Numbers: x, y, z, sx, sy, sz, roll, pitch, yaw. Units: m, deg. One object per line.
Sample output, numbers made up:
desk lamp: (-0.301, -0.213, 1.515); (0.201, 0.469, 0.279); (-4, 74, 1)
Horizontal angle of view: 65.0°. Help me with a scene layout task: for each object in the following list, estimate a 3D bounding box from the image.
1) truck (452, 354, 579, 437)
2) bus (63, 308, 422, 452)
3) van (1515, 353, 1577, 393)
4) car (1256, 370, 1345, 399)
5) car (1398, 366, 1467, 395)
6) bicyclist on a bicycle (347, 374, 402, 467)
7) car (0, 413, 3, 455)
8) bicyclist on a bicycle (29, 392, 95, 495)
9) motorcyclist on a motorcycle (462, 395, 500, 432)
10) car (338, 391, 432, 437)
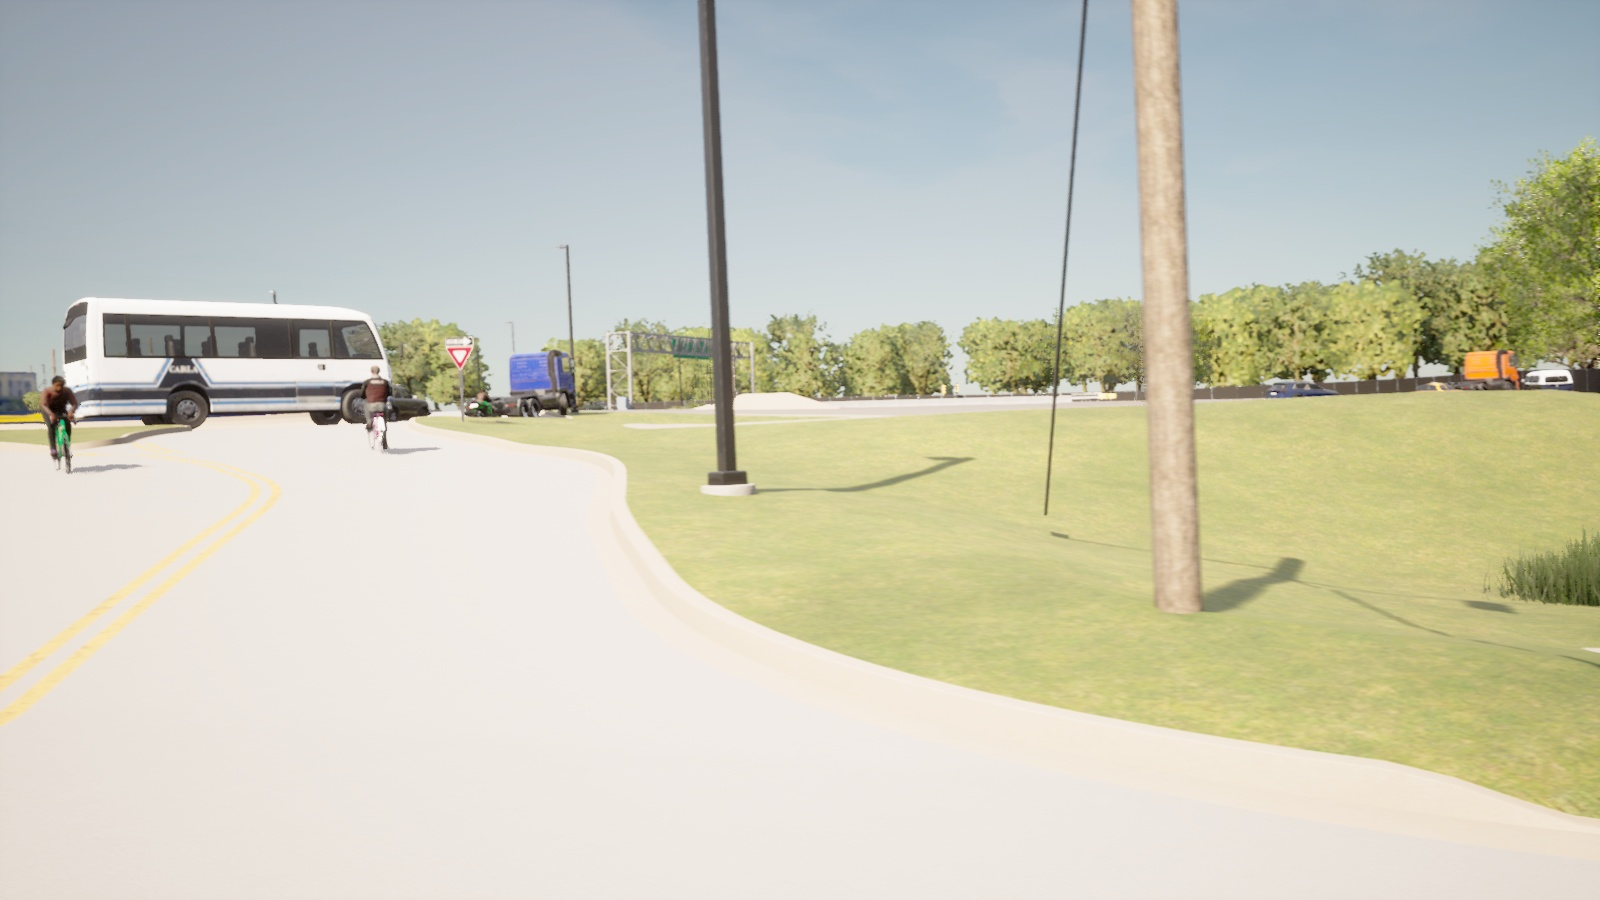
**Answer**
truck: (-14.098, -2.860, 63.055); (2.891, 3.462, 7.936); (-4, 5, 12)
bus: (-18.841, -2.427, 43.094); (10.273, 4.253, 3.944); (-5, 1, -43)
van: (42.426, -4.412, 71.509); (2.069, 2.038, 4.480); (-3, 3, 19)
car: (29.670, -3.886, 74.438); (4.856, 1.649, 2.033); (-2, 3, -23)
car: (40.935, -4.528, 81.213); (5.366, 1.575, 1.801); (-6, 3, -38)
bicyclist on a bicycle: (-8.578, -0.625, 25.279); (0.659, 1.776, 1.843); (-4, 5, -28)
car: (-26.379, -0.504, 37.698); (3.705, 1.549, 1.789); (-4, 1, -16)
bicyclist on a bicycle: (-12.300, -0.133, 20.915); (0.582, 1.620, 1.656); (-6, 6, -39)
motorcyclist on a motorcycle: (-13.721, -1.567, 54.057); (0.797, 1.523, 2.044); (-4, 1, 7)
car: (-18.266, -1.600, 55.465); (1.932, 1.855, 4.605); (3, 2, 10)
